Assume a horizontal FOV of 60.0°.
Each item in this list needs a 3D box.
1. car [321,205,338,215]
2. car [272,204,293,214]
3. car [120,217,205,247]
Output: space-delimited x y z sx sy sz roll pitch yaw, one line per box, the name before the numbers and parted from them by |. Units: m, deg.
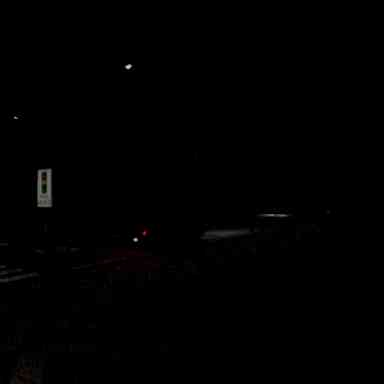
car | 19.481 2.451 46.279 1.895 1.301 4.718 -2 -2 35
car | 13.356 2.502 48.873 1.812 1.442 4.674 -2 -2 35
car | -1.290 1.901 16.895 1.895 1.301 4.718 -2 -2 35
